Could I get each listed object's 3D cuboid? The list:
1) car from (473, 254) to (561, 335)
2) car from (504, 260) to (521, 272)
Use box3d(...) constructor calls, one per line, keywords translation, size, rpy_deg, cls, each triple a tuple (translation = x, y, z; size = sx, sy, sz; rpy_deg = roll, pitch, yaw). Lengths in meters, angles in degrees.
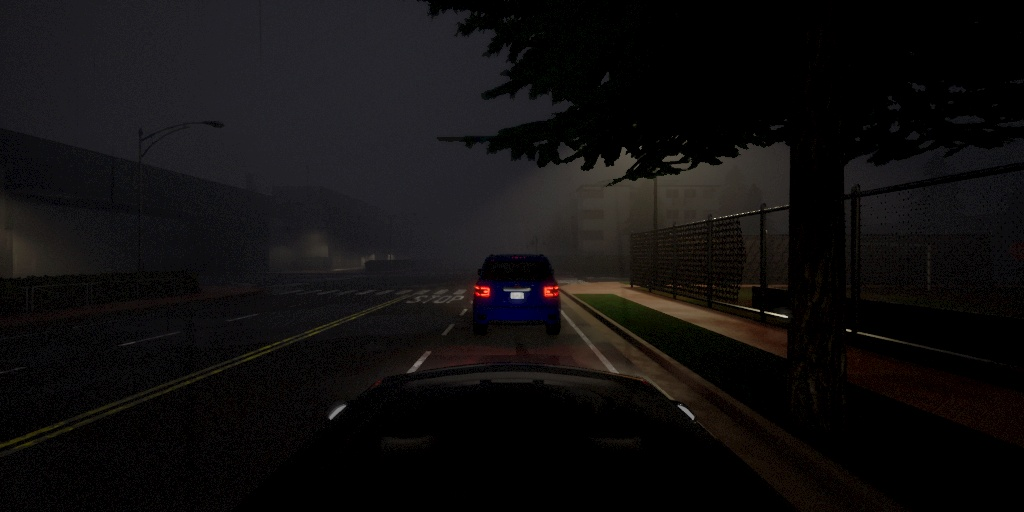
box3d(translation=(0.124, 0.972, 10.642), size=(2.150, 2.045, 5.566), rpy_deg=(0, 0, 0), cls="car")
box3d(translation=(0.065, 1.241, 46.058), size=(2.128, 1.511, 4.902), rpy_deg=(0, 0, -1), cls="car")
